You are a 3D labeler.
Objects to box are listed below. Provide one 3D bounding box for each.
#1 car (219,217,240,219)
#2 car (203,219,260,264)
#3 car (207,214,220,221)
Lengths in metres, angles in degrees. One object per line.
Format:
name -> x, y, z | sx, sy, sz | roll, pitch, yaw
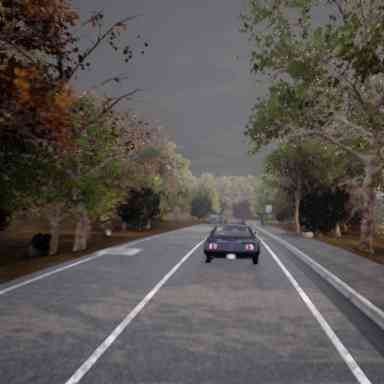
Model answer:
car -> 3.634, 2.888, 28.486 | 1.895, 1.301, 4.718 | 0, -4, 8
car -> 1.608, 1.936, 13.180 | 1.895, 1.301, 4.718 | 0, -2, 8
car -> 3.752, 4.468, 55.156 | 2.097, 1.767, 4.553 | 0, -4, 10
